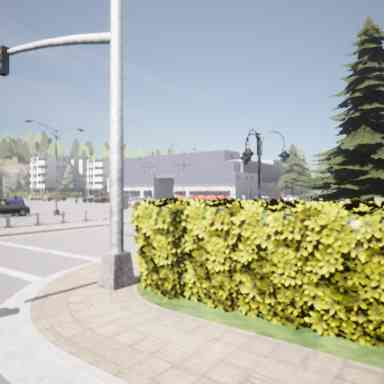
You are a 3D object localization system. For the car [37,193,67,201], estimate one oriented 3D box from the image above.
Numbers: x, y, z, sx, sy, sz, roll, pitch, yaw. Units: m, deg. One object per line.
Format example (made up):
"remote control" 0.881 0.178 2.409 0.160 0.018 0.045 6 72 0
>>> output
"car" -28.330 1.080 68.252 2.152 1.636 5.027 0 0 36

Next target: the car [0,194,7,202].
"car" -40.819 1.212 68.212 2.007 1.523 4.514 0 0 36

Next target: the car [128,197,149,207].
"car" -7.204 1.347 44.073 1.970 1.475 3.806 0 0 36

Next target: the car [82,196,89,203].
"car" -17.979 1.018 60.732 1.905 1.878 3.866 0 0 36

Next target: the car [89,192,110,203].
"car" -15.386 1.042 59.358 1.932 1.855 4.605 0 0 36

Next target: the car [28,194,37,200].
"car" -33.712 1.151 71.762 1.970 1.475 3.806 0 0 36

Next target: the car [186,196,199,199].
"car" -0.432 1.340 48.325 1.845 1.501 3.633 0 0 36

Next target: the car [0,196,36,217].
"car" -15.725 1.306 27.257 2.007 1.523 4.514 0 0 36
